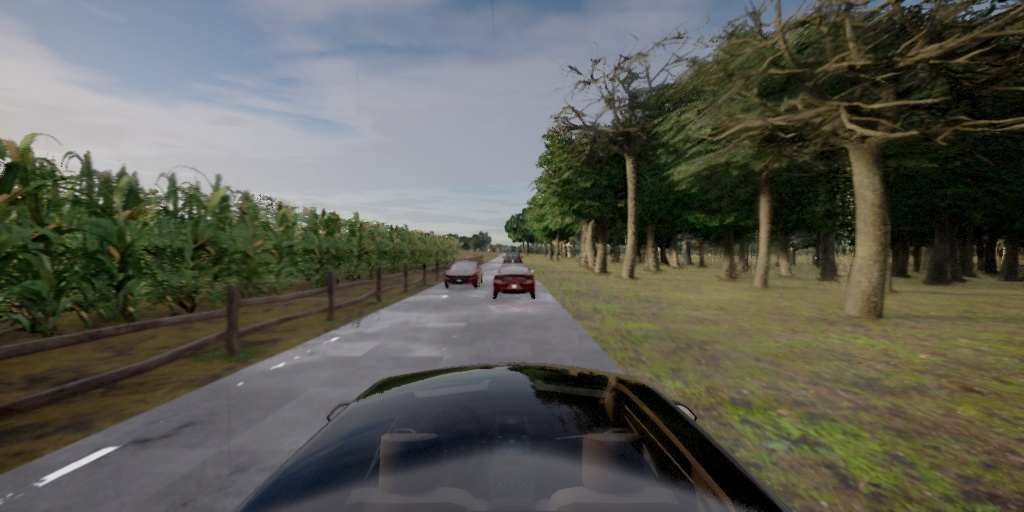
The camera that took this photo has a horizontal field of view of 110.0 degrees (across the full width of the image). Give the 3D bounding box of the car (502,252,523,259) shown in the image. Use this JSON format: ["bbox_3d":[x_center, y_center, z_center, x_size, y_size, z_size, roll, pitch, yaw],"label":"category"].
[{"bbox_3d":[0.085,0.588,39.964,2.150,2.045,5.566,0,1,0],"label":"car"}]

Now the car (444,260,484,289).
[{"bbox_3d":[-2.815,1.037,21.724,1.882,1.535,5.008,0,0,0],"label":"car"}]

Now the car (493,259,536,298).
[{"bbox_3d":[0.092,1.081,17.370,1.882,1.535,5.008,0,1,0],"label":"car"}]
